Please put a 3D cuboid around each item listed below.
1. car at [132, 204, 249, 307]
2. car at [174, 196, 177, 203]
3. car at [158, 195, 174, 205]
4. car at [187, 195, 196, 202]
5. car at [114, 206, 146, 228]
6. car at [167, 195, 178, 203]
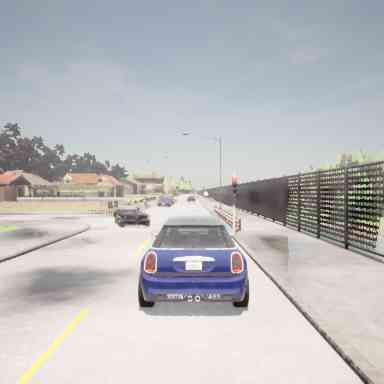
[{"bbox_3d":[0.037,1.352,8.119,2.097,1.767,4.553,0,0,0],"label":"car"},{"bbox_3d":[-4.183,1.547,60.742,2.033,1.411,5.357,0,0,0],"label":"car"},{"bbox_3d":[-4.182,1.526,50.974,1.812,1.442,4.674,0,0,0],"label":"car"},{"bbox_3d":[-0.142,1.524,76.319,1.812,1.442,4.674,0,0,0],"label":"car"},{"bbox_3d":[-4.048,1.601,22.365,1.895,1.301,4.718,0,0,-19],"label":"car"},{"bbox_3d":[-4.133,1.478,71.005,1.882,1.535,5.008,0,0,0],"label":"car"}]
